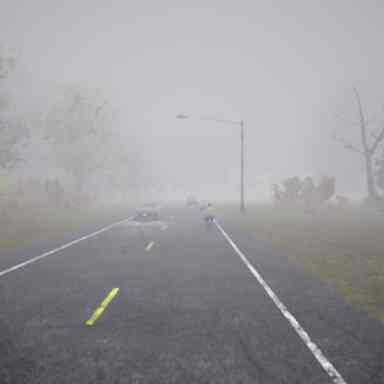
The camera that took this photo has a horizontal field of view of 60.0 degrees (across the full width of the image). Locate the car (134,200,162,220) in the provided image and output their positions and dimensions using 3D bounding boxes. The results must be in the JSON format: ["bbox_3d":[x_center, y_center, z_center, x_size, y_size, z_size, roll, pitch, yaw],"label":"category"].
[{"bbox_3d":[-3.597,1.492,27.655,1.837,1.490,4.892,0,0,0],"label":"car"}]

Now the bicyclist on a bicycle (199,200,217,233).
[{"bbox_3d":[0.982,1.429,18.641,0.866,1.612,1.509,0,0,0],"label":"bicyclist on a bicycle"}]

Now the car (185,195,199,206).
[{"bbox_3d":[0.098,1.570,53.785,1.895,1.301,4.718,0,0,0],"label":"car"}]
